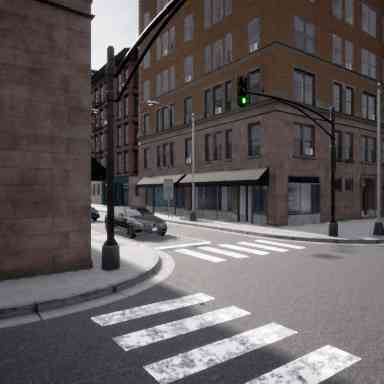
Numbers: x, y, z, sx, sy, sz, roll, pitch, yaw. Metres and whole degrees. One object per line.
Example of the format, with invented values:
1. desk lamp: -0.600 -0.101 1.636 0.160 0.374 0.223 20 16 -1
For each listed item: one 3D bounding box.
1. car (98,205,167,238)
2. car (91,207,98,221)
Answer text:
1. car: -3.064 1.436 17.271 1.812 1.442 4.674 0 0 -35
2. car: -8.719 1.398 25.197 2.033 1.411 5.357 0 0 -36
